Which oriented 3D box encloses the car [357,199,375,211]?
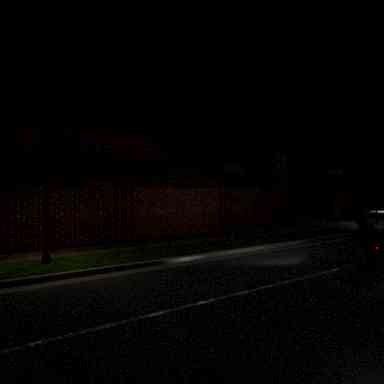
[{"bbox_3d":[18.674,1.408,38.377,1.994,1.385,4.181,0,0,-35],"label":"car"}]

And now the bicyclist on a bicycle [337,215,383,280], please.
[{"bbox_3d":[4.602,1.453,8.820,0.582,1.620,1.656,0,0,-36],"label":"bicyclist on a bicycle"}]
